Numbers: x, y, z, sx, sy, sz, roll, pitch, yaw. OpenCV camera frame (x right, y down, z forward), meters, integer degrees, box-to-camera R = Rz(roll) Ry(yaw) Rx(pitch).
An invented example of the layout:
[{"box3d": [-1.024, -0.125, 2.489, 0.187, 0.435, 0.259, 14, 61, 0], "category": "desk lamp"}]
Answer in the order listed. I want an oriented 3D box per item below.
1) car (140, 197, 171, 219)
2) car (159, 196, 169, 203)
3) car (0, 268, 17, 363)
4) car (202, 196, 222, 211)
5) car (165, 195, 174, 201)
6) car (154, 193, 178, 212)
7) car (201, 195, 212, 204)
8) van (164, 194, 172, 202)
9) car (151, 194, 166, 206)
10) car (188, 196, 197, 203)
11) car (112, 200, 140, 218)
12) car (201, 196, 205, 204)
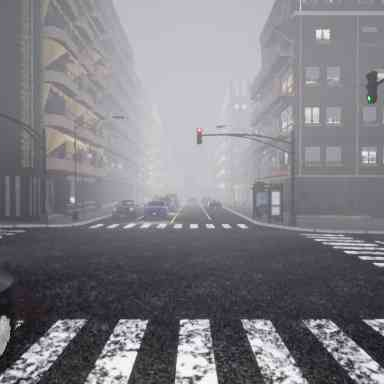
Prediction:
[{"box3d": [-3.095, 1.474, 29.347, 1.882, 1.535, 5.008, 0, 0, -1], "category": "car"}, {"box3d": [-5.709, 1.520, 68.566, 1.752, 1.417, 4.829, 0, 0, 0], "category": "car"}, {"box3d": [-3.192, 1.505, 2.865, 1.837, 1.490, 4.892, 2, 0, -7], "category": "car"}, {"box3d": [2.678, 1.547, 40.539, 2.008, 1.369, 4.403, 0, 0, 0], "category": "car"}, {"box3d": [-5.713, 1.543, 85.652, 2.008, 1.369, 4.403, 0, 0, 0], "category": "car"}, {"box3d": [-3.097, 1.348, 38.974, 2.097, 1.767, 4.553, 0, 0, 0], "category": "car"}, {"box3d": [2.672, 1.435, 63.094, 1.967, 1.590, 4.097, 0, 0, 0], "category": "car"}, {"box3d": [-5.712, 1.335, 80.014, 1.690, 1.788, 3.998, 0, 0, 0], "category": "van"}, {"box3d": [-5.708, 1.311, 57.458, 2.192, 1.841, 5.009, 0, 0, 0], "category": "car"}, {"box3d": [0.082, 1.559, 69.764, 1.994, 1.385, 4.181, 0, 0, 0], "category": "car"}, {"box3d": [-5.700, 1.437, 29.265, 1.967, 1.590, 4.097, 0, 0, 0], "category": "car"}, {"box3d": [2.677, 1.541, 46.177, 1.887, 1.381, 4.507, 0, 0, 0], "category": "car"}]
